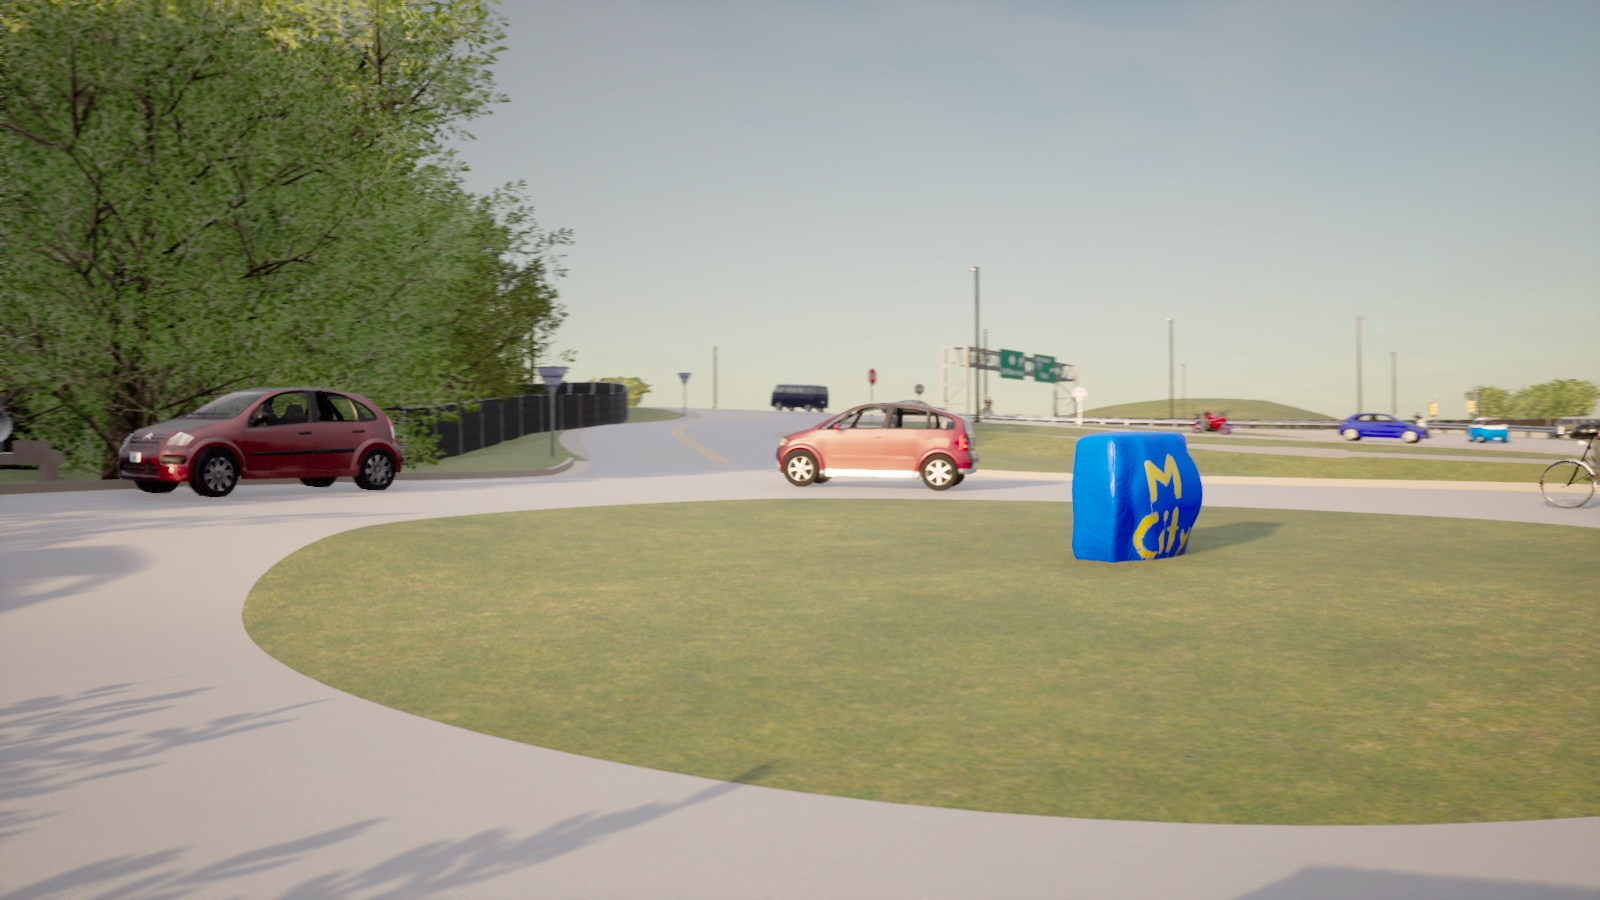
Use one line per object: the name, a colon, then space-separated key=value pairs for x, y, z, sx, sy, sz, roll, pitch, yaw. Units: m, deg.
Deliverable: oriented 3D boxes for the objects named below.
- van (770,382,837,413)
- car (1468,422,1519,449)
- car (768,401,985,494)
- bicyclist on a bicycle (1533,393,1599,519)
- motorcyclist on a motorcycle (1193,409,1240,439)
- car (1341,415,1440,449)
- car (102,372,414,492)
van: x=0.256 y=-3.698 z=88.687 sx=4.442 sy=1.987 sz=1.775 roll=4 pitch=2 yaw=36
car: x=37.093 y=-0.792 z=67.208 sx=1.481 sy=1.376 sz=2.207 roll=0 pitch=2 yaw=1
car: x=1.452 y=-0.075 z=23.167 sx=3.705 sy=1.549 sz=1.789 roll=2 pitch=1 yaw=14
bicyclist on a bicycle: x=11.585 y=0.085 z=17.878 sx=0.659 sy=1.776 sz=1.843 roll=-1 pitch=2 yaw=-44
motorcyclist on a motorcycle: x=22.801 y=-1.416 z=68.718 sx=2.191 sy=1.530 sz=0.866 roll=5 pitch=2 yaw=36
car: x=29.866 y=-0.910 z=63.578 sx=4.193 sy=1.474 sz=1.816 roll=4 pitch=2 yaw=35
car: x=-8.135 y=-0.272 z=19.167 sx=1.851 sy=1.617 sz=3.988 roll=2 pitch=1 yaw=34
